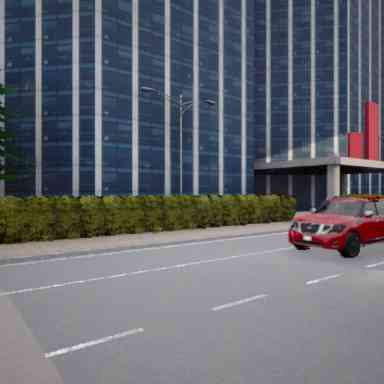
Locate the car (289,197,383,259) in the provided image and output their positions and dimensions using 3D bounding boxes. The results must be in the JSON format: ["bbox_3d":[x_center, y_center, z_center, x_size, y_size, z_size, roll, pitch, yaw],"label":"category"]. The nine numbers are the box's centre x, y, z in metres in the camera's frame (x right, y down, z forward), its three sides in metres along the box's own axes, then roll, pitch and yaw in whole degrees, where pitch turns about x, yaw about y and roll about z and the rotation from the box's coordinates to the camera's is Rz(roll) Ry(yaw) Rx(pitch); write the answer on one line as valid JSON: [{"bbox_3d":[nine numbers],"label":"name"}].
[{"bbox_3d":[6.208,1.221,12.973,5.566,2.045,2.150,0,0,-35],"label":"car"}]
